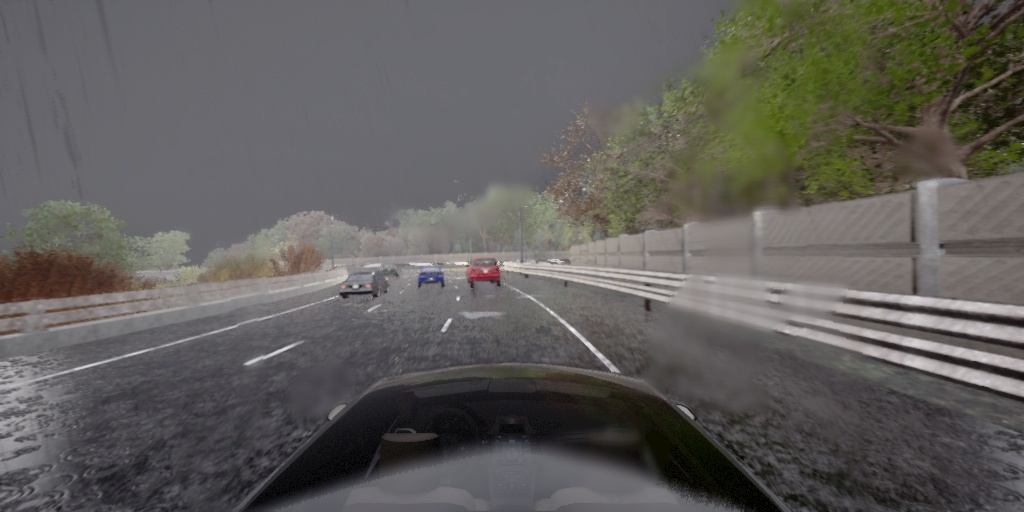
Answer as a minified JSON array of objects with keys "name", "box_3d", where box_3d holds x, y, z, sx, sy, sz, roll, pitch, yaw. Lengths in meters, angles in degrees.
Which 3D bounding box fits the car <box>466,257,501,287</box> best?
[{"name":"car","box_3d":[-2.153,1.127,26.417,2.150,2.045,5.566,-2,0,-9]}]

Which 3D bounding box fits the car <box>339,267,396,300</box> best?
[{"name":"car","box_3d":[-8.333,1.617,20.622,2.033,1.411,5.357,-2,0,-10]}]

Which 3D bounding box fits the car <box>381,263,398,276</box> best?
[{"name":"car","box_3d":[-16.092,1.751,46.433,2.097,1.767,4.553,-2,0,-24]}]

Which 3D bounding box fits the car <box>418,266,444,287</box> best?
[{"name":"car","box_3d":[-6.322,1.515,28.060,1.882,1.535,5.008,-1,0,-13]}]
